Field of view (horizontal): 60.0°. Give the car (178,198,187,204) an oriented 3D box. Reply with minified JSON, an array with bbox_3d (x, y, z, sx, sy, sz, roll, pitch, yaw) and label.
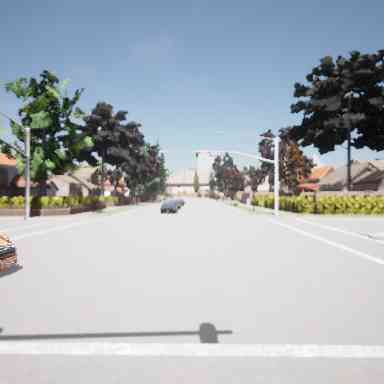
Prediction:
[{"bbox_3d":[-2.269,2.114,78.390,1.895,1.301,4.718,0,0,1],"label":"car"}]

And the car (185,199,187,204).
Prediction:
[{"bbox_3d":[-2.431,1.986,64.745,2.033,1.411,5.357,0,0,1],"label":"car"}]

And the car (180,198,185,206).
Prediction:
[{"bbox_3d":[-2.625,1.894,51.091,2.033,1.411,5.357,0,0,1],"label":"car"}]

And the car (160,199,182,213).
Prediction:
[{"bbox_3d":[-2.735,1.822,40.557,2.033,1.411,5.357,0,0,1],"label":"car"}]

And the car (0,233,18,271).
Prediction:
[{"bbox_3d":[-7.318,1.413,9.109,4.553,1.767,2.097,-1,0,2],"label":"car"}]
